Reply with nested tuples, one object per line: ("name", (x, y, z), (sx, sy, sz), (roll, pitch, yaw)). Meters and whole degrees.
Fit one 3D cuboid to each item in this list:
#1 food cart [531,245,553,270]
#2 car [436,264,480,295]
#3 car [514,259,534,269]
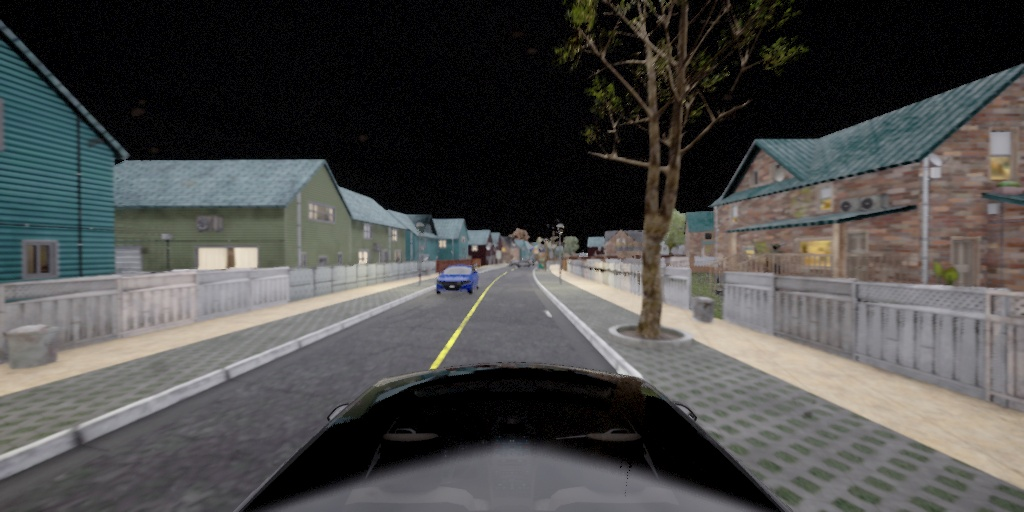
("food cart", (4.229, 0.257, 50.600), (2.280, 3.560, 4.660), (0, 0, 5))
("car", (-2.913, 1.226, 19.979), (1.882, 1.535, 5.008), (0, 0, 0))
("car", (1.978, 1.296, 58.638), (2.128, 1.511, 4.902), (0, 0, 6))
